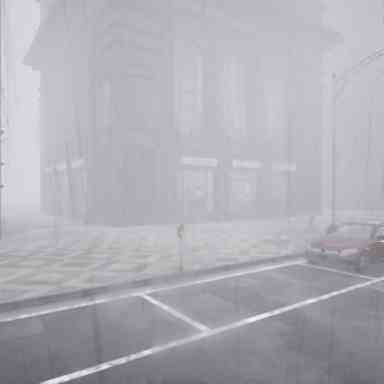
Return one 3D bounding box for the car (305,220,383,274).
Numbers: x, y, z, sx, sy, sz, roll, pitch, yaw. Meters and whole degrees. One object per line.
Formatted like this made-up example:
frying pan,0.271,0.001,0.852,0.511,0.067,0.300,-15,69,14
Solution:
car,5.337,1.576,10.456,4.206,1.307,1.802,0,0,-35
